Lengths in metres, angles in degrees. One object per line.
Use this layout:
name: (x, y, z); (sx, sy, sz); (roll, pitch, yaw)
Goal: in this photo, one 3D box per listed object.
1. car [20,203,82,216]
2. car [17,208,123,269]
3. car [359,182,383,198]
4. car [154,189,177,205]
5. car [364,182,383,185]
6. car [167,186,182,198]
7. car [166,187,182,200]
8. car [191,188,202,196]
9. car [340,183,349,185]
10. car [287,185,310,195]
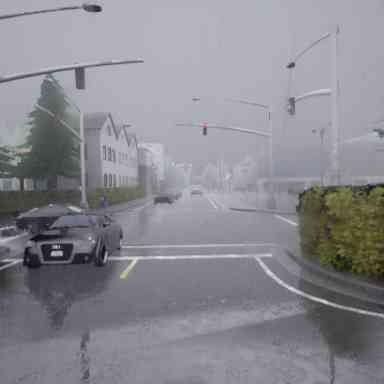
car: (-6.475, 1.309, 17.066); (4.674, 1.442, 1.812); (-2, 2, 1)
car: (-3.396, 1.349, 10.206); (1.994, 1.385, 4.181); (-1, 0, -2)
car: (22.923, -0.316, 41.319); (1.932, 1.855, 4.605); (-1, 1, 0)
car: (-3.098, 0.668, 37.061); (1.895, 1.301, 4.718); (-1, 1, 1)
car: (19.552, -0.066, 33.491); (1.905, 1.878, 3.866); (-1, 1, 0)
car: (-2.832, -0.057, 55.760); (2.097, 1.767, 4.553); (-1, 1, 1)
car: (-2.952, 0.191, 46.029); (2.097, 1.767, 4.553); (-1, 1, 1)
car: (0.804, -0.086, 60.694); (1.812, 1.442, 4.674); (-1, 1, 1)
car: (26.251, -0.768, 58.661); (2.152, 1.636, 5.027); (-1, 1, 0)
car: (16.097, -0.220, 51.410); (2.007, 1.523, 4.514); (-1, 1, 0)
